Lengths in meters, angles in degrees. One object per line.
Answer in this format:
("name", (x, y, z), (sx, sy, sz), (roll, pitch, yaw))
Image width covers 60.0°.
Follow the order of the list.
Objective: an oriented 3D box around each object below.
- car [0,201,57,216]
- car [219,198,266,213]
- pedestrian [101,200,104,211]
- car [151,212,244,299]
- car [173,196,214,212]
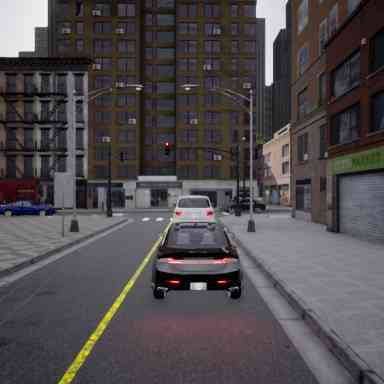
("car", (-15.487, 1.576, 31.649), (5.008, 1.535, 1.882), (0, 0, -2))
("car", (5.206, 1.438, 34.641), (4.892, 1.490, 1.837), (0, -1, -9))
("pedestrian", (-10.174, 1.496, 37.960), (0.375, 1.300, 0.375), (0, 0, -1))
("car", (0.097, 1.490, 8.440), (2.128, 1.511, 4.902), (0, 0, 0))
("car", (0.092, 1.214, 18.894), (2.150, 2.045, 5.566), (0, 0, 0))
